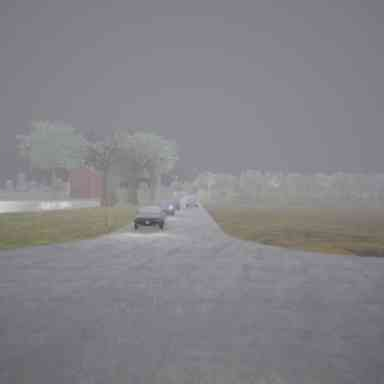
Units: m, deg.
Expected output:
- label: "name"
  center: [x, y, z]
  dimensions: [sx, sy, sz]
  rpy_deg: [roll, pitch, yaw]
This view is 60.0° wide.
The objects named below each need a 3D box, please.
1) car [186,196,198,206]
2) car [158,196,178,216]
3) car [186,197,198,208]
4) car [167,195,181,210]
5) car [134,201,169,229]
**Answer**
- label: "car"
  center: [0.006, 1.707, 65.157]
  dimensions: [2.097, 1.767, 4.553]
  rpy_deg: [0, 0, 0]
- label: "car"
  center: [-2.841, 1.551, 34.609]
  dimensions: [2.097, 1.767, 4.553]
  rpy_deg: [0, 0, 0]
- label: "car"
  center: [0.006, 1.870, 55.146]
  dimensions: [1.994, 1.385, 4.181]
  rpy_deg: [0, 0, 0]
- label: "car"
  center: [-2.815, 1.485, 47.621]
  dimensions: [2.150, 2.045, 5.566]
  rpy_deg: [0, 0, 1]
- label: "car"
  center: [-2.801, 1.614, 22.977]
  dimensions: [1.882, 1.535, 5.008]
  rpy_deg: [0, 0, -2]
